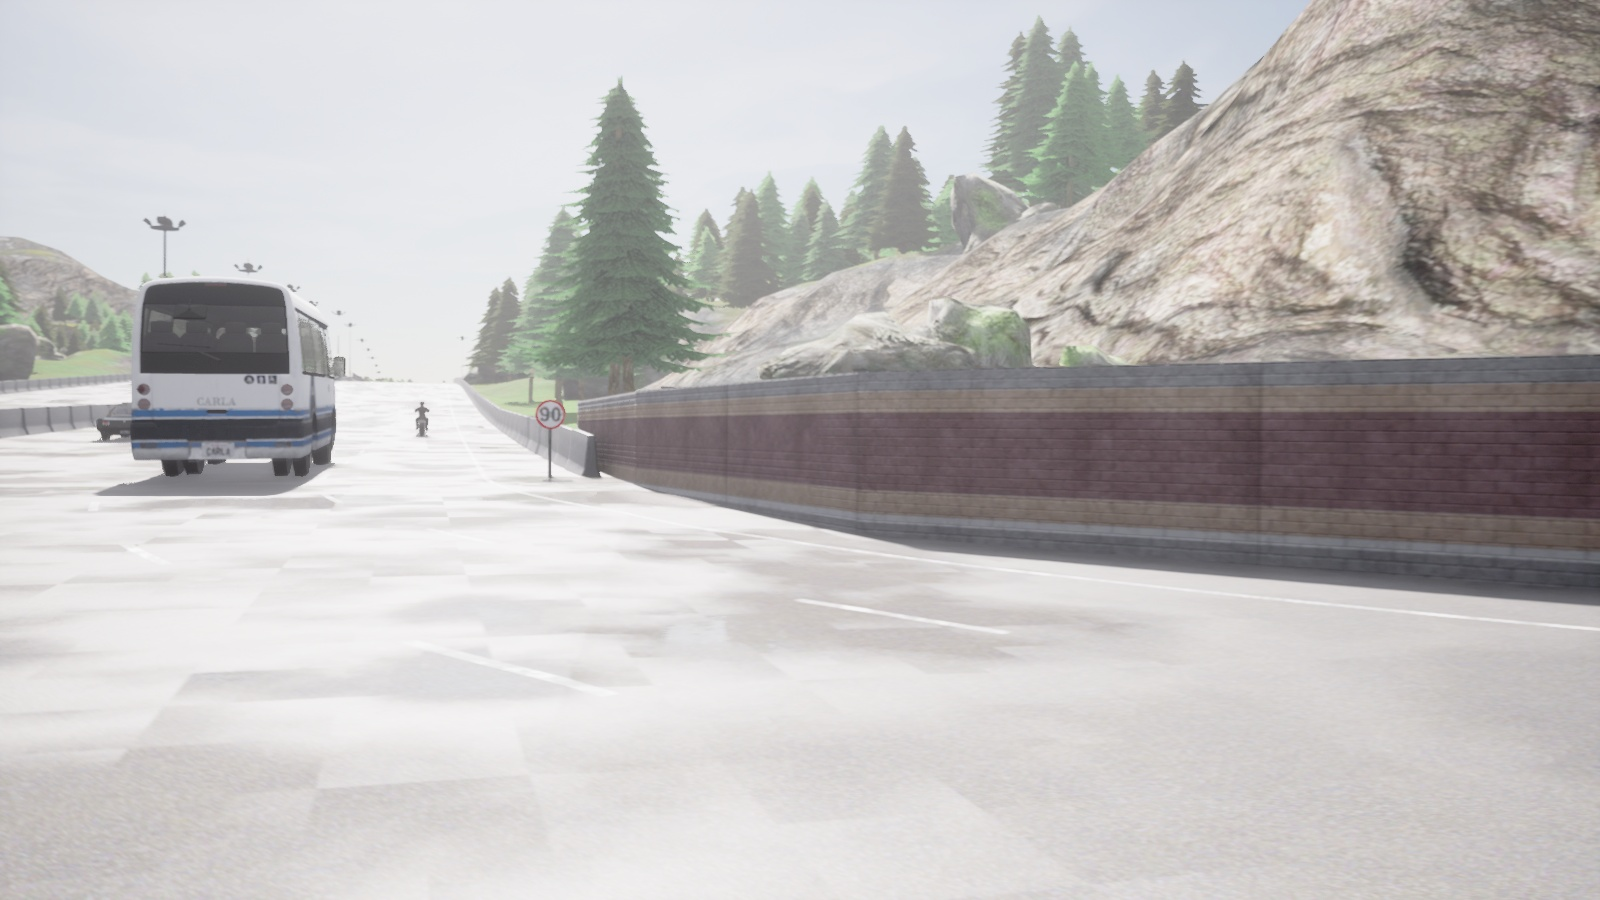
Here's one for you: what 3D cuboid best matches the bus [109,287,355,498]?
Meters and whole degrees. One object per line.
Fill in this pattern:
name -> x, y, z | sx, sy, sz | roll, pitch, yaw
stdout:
bus -> -13.352, -1.402, 30.726 | 3.944, 4.253, 10.273 | -2, 3, -16

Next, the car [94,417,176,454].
car -> -25.788, -0.603, 48.866 | 1.895, 1.301, 4.718 | -1, 3, -16
